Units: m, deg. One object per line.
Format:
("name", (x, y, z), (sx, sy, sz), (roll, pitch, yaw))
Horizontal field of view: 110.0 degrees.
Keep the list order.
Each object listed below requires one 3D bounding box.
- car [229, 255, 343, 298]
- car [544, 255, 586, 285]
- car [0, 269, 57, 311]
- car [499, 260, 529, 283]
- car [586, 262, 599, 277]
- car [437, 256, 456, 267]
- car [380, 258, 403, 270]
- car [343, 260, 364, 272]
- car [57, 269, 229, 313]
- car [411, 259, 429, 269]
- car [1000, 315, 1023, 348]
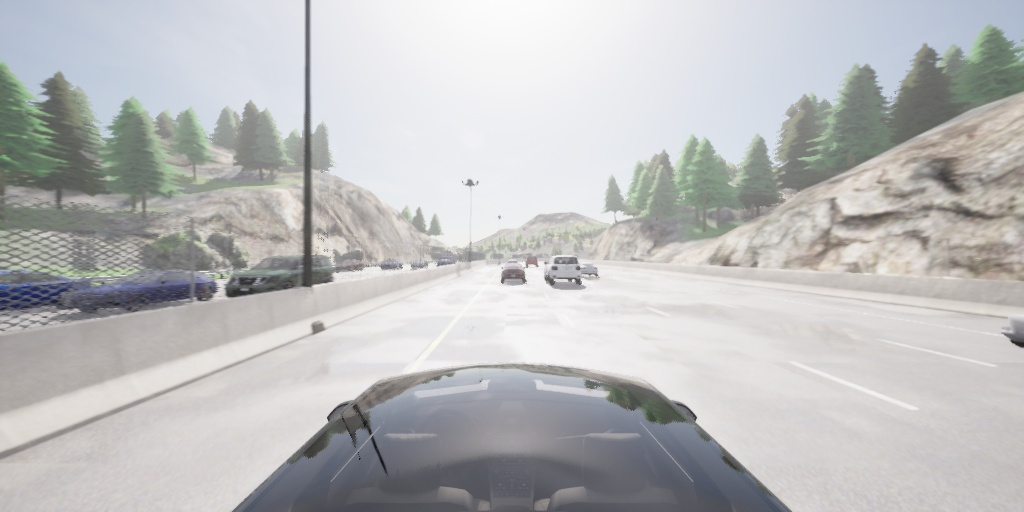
("car", (-10.584, 0.974, 17.001), (2.150, 2.045, 5.566), (0, 0, 1))
("car", (3.608, 0.973, 26.166), (2.150, 2.045, 5.566), (0, 0, 0))
("car", (-17.589, 1.231, 12.085), (1.882, 1.535, 5.008), (0, 0, 0))
("car", (0.109, 1.278, 28.282), (1.812, 1.442, 4.674), (0, 0, 0))
("car", (7.111, 1.277, 34.828), (1.812, 1.442, 4.674), (0, 0, 0))
("car", (-10.499, 0.983, 57.993), (2.150, 2.045, 5.566), (0, 0, 1))
("car", (-17.525, 1.109, 52.412), (2.097, 1.767, 4.553), (0, 0, 1))
("car", (-21.041, 1.234, 46.645), (1.882, 1.535, 5.008), (0, 0, 1))
("car", (-14.085, 1.279, 14.208), (1.812, 1.442, 4.674), (0, 0, 0))
("car", (-14.012, 1.249, 55.056), (2.128, 1.511, 4.902), (0, 0, 1))
("car", (10.602, 1.349, 4.898), (1.895, 1.301, 4.718), (0, 0, 0))
